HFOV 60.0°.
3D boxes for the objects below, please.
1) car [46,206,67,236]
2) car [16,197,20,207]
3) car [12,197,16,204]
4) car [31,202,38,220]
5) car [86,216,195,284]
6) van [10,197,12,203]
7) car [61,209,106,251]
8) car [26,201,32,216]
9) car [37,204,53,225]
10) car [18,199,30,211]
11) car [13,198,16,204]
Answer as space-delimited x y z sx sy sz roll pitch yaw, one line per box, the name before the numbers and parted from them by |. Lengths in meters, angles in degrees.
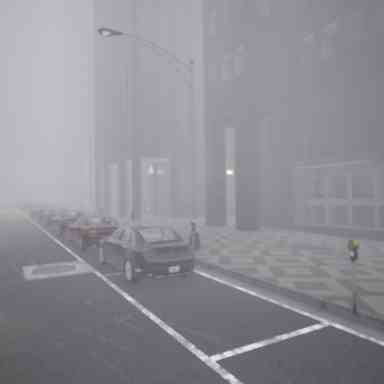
car | -7.130 1.722 19.561 1.887 1.381 4.507 0 -1 -30
car | -26.807 1.962 53.666 1.967 1.590 4.097 0 -1 -30
car | -35.239 2.215 68.280 2.008 1.369 4.403 0 -1 -30
car | -12.752 1.824 29.305 1.887 1.381 4.507 0 -1 -30
car | -1.509 1.622 9.819 2.008 1.369 4.403 0 -1 -30
van | -43.672 2.145 82.897 1.690 1.788 3.998 0 -1 -30
car | -4.320 1.669 14.690 1.887 1.381 4.507 0 -1 -30
car | -15.564 1.895 34.178 1.947 1.339 4.313 0 -1 -30
car | -9.941 1.773 24.434 1.887 1.381 4.507 0 -1 -30
car | -23.996 2.019 48.793 1.887 1.381 4.507 0 -1 -30
car | -32.428 2.162 63.408 1.887 1.381 4.507 0 -1 -30
